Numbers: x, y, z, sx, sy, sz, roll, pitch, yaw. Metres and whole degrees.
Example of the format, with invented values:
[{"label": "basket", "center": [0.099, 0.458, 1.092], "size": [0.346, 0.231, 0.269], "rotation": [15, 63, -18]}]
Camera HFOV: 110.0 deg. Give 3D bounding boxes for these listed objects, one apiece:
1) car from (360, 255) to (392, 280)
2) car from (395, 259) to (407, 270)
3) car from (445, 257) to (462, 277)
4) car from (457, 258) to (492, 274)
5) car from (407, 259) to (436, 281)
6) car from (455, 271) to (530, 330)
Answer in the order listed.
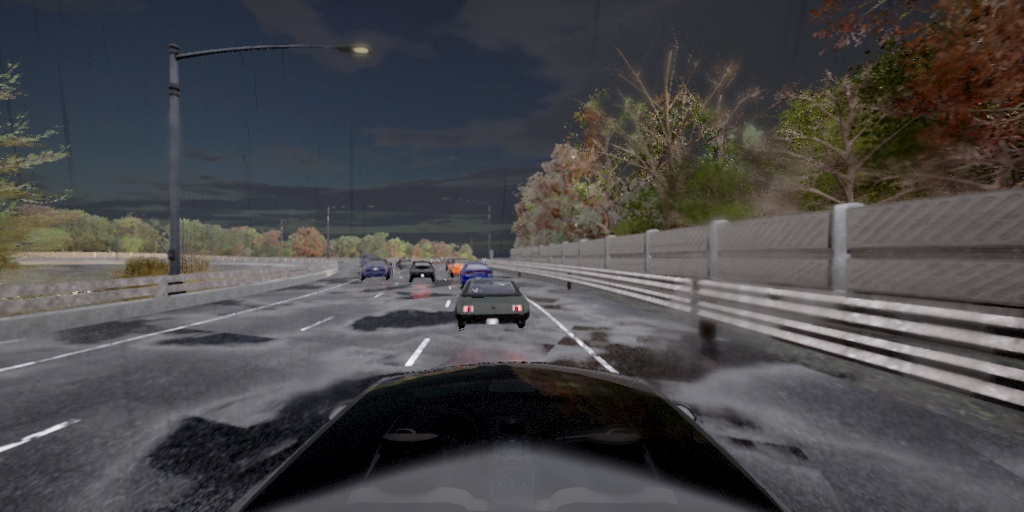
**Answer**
[{"label": "car", "center": [-11.097, 1.010, 29.688], "size": [2.097, 1.767, 4.553], "rotation": [0, 0, -15]}, {"label": "car", "center": [-14.820, 1.082, 49.205], "size": [2.128, 1.511, 4.902], "rotation": [0, 0, -26]}, {"label": "car", "center": [-4.889, 0.989, 33.768], "size": [2.097, 1.767, 4.553], "rotation": [0, 0, -14]}, {"label": "car", "center": [-2.401, 1.150, 23.567], "size": [1.882, 1.535, 5.008], "rotation": [0, 0, -11]}, {"label": "car", "center": [-7.146, 1.163, 28.568], "size": [1.837, 1.490, 4.892], "rotation": [0, 0, -14]}, {"label": "car", "center": [-0.672, 1.318, 11.055], "size": [1.895, 1.301, 4.718], "rotation": [0, 0, -5]}]
